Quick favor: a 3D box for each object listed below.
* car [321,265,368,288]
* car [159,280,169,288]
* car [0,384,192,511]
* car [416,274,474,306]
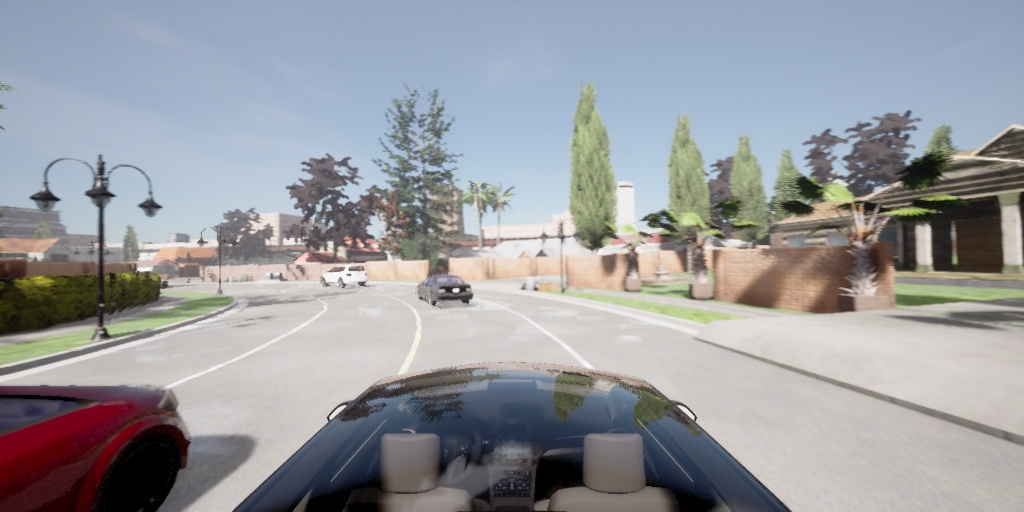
[{"bbox_3d":[-15.636,1.882,33.375,5.566,2.045,2.150,-2,-2,38],"label":"car"},{"bbox_3d":[-40.716,2.933,39.446,5.357,1.411,2.033,-2,-1,13],"label":"car"},{"bbox_3d":[-3.749,1.378,1.339,1.994,1.385,4.181,-1,-1,-1],"label":"car"},{"bbox_3d":[-3.519,1.625,18.110,2.033,1.411,5.357,-1,-1,-25],"label":"car"}]
